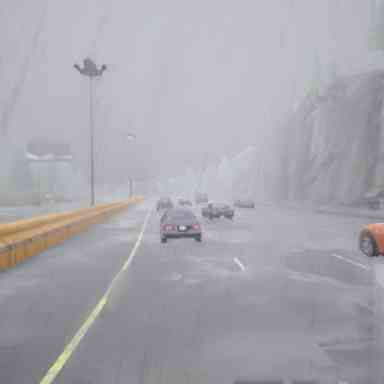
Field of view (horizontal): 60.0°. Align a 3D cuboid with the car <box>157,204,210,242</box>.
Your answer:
[{"bbox_3d":[-0.654,1.555,16.380,2.033,1.411,5.357,-1,0,-6],"label":"car"}]

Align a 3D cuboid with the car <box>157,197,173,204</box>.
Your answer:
[{"bbox_3d":[-3.573,1.396,44.058,2.097,1.767,4.553,-1,0,-5],"label":"car"}]

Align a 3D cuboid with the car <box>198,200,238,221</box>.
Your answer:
[{"bbox_3d":[1.974,1.572,27.143,1.895,1.301,4.718,-1,0,-8],"label":"car"}]

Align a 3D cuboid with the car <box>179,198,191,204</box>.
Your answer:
[{"bbox_3d":[-1.254,1.613,55.505,1.895,1.301,4.718,-1,0,-5],"label":"car"}]

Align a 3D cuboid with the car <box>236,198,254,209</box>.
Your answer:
[{"bbox_3d":[6.911,1.467,44.552,1.994,1.385,4.181,-1,0,-5],"label":"car"}]

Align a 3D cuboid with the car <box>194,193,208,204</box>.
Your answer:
[{"bbox_3d":[1.723,1.191,62.007,2.150,2.045,5.566,-1,0,-5],"label":"car"}]

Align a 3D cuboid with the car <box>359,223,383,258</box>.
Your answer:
[{"bbox_3d":[6.875,1.258,9.602,2.097,1.767,4.553,-1,0,-4],"label":"car"}]
